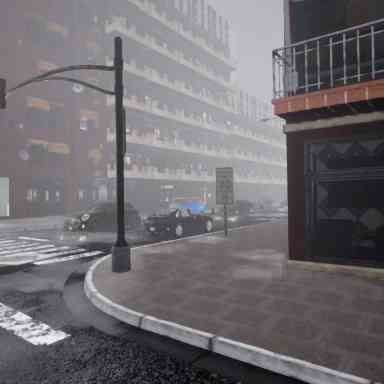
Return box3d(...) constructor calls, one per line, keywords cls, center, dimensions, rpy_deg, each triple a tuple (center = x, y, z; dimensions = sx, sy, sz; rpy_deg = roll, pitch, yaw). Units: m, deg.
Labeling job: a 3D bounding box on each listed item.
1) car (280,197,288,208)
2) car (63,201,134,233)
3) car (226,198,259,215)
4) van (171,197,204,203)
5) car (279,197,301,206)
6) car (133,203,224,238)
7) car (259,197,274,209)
box3d(cls="car", center=(13.669, 1.436, 45.825), dimensions=(1.837, 1.490, 4.892), rpy_deg=(-1, -1, 36))
box3d(cls="car", center=(-5.197, 1.351, 19.578), dimensions=(2.097, 1.767, 4.553), rpy_deg=(-1, -1, 35))
box3d(cls="car", center=(4.446, 1.439, 33.057), dimensions=(1.882, 1.535, 5.008), rpy_deg=(-1, -1, 36))
box3d(cls="van", center=(-0.448, 1.365, 30.466), dimensions=(1.690, 1.788, 3.998), rpy_deg=(-1, -1, 36))
box3d(cls="car", center=(15.673, 1.495, 52.971), dimensions=(1.752, 1.417, 4.829), rpy_deg=(-1, -1, 36))
box3d(cls="car", center=(-0.524, 1.435, 16.821), dimensions=(2.008, 1.369, 4.403), rpy_deg=(-1, -1, 36))
box3d(cls="car", center=(9.284, 1.430, 44.053), dimensions=(1.967, 1.590, 4.097), rpy_deg=(-1, -1, 36))
